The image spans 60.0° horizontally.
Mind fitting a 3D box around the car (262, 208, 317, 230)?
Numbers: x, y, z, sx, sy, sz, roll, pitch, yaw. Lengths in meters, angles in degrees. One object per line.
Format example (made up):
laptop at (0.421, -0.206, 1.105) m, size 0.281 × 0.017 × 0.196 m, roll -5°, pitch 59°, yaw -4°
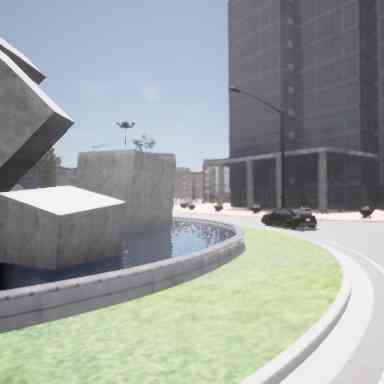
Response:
car at (6.639, 1.763, 23.033) m, size 1.994 × 1.385 × 4.181 m, roll 0°, pitch -1°, yaw -22°
